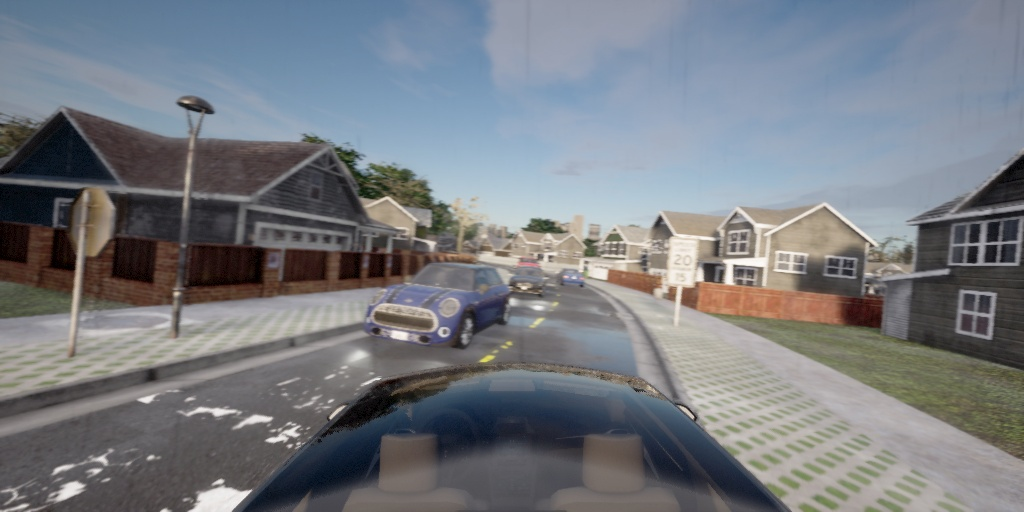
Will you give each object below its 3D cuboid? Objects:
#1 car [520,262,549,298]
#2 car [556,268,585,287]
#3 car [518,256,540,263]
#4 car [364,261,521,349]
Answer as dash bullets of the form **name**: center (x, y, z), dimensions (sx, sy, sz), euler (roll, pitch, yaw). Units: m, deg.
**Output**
- **car**: center (0.939, 1.337, 19.864), dimensions (1.837, 1.490, 4.892), euler (5, 0, 8)
- **car**: center (4.825, 1.743, 30.089), dimensions (2.033, 1.411, 5.357), euler (5, 0, 1)
- **car**: center (1.718, 1.115, 38.799), dimensions (2.150, 2.045, 5.566), euler (5, 0, -4)
- **car**: center (-1.485, 0.955, 8.897), dimensions (2.097, 1.767, 4.553), euler (5, 0, 15)
